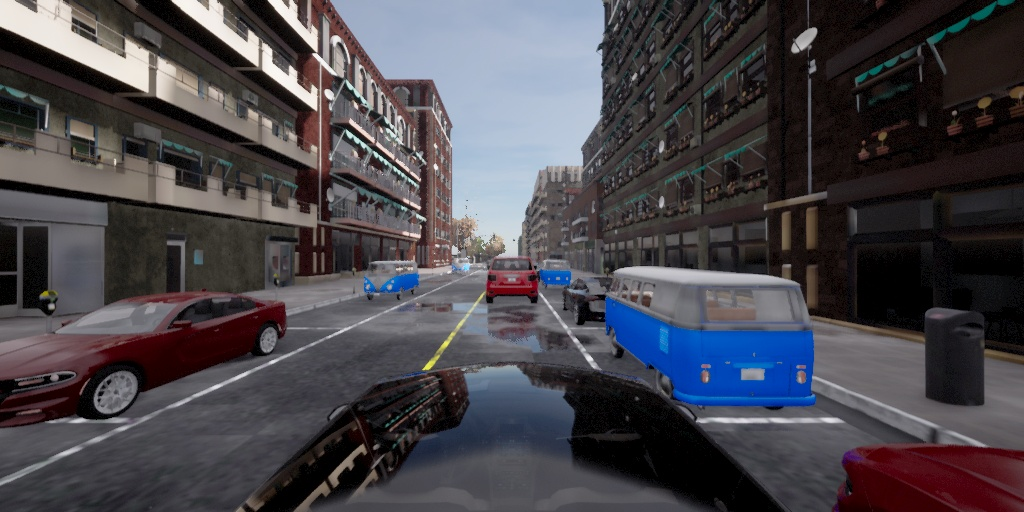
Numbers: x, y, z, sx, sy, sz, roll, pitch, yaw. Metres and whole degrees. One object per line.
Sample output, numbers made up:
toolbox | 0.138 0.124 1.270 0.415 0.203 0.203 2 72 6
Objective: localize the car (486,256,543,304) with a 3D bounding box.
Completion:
car | 0.000 1.011 16.531 2.150 2.045 5.566 0 0 0

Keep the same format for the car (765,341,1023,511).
car | 2.692 1.292 0.198 1.888 1.381 4.507 0 0 0

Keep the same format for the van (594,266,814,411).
van | 2.692 1.089 5.860 1.690 1.789 3.998 0 0 0

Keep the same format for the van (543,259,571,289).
van | 2.692 1.097 22.846 1.690 1.789 3.998 0 0 0

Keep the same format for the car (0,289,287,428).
car | -5.689 1.293 5.860 1.888 1.381 4.507 0 0 0

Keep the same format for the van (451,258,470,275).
van | -5.689 1.113 39.830 1.690 1.789 3.998 0 0 0

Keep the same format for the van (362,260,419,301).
van | -5.689 1.093 17.183 1.690 1.789 3.998 0 0 0

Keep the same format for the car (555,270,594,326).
car | 2.692 1.316 11.520 1.948 1.339 4.313 0 0 0
